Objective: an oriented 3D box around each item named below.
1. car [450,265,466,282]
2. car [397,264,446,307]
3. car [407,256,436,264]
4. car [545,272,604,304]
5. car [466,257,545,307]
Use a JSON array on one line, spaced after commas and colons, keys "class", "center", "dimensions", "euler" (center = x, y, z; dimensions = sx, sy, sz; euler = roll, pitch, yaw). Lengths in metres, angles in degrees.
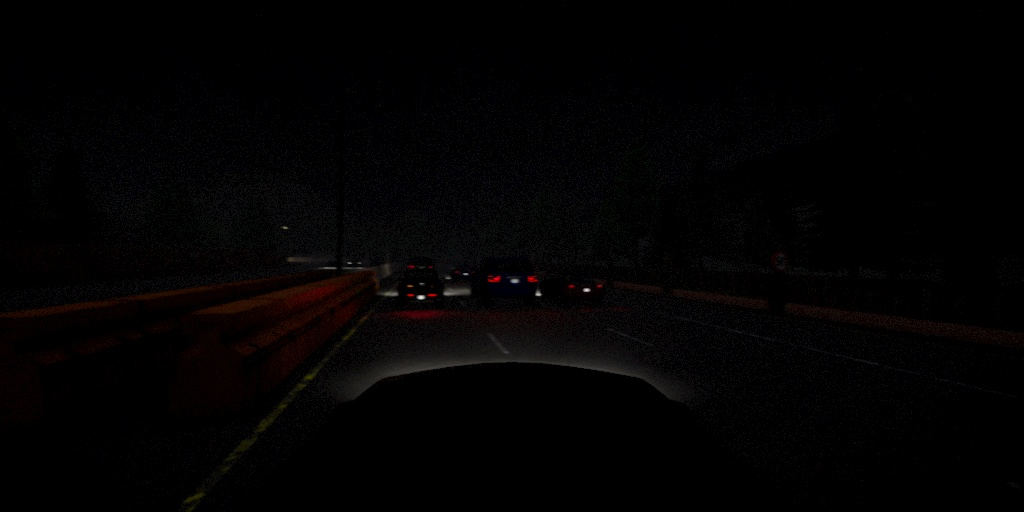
[{"class": "car", "center": [-4.269, 1.459, 31.288], "dimensions": [1.994, 1.385, 4.181], "euler": [1, 0, -14]}, {"class": "car", "center": [-4.010, 1.298, 15.888], "dimensions": [1.837, 1.490, 4.892], "euler": [1, 0, -14]}, {"class": "car", "center": [-7.587, 1.054, 30.145], "dimensions": [2.150, 2.045, 5.566], "euler": [1, 0, -14]}, {"class": "car", "center": [2.775, 1.466, 17.599], "dimensions": [1.994, 1.385, 4.181], "euler": [1, 0, -14]}, {"class": "car", "center": [-0.542, 1.062, 16.453], "dimensions": [2.150, 2.045, 5.566], "euler": [1, 0, -14]}]
